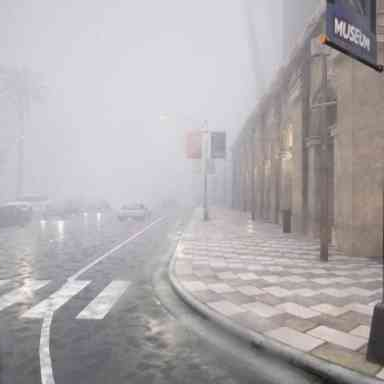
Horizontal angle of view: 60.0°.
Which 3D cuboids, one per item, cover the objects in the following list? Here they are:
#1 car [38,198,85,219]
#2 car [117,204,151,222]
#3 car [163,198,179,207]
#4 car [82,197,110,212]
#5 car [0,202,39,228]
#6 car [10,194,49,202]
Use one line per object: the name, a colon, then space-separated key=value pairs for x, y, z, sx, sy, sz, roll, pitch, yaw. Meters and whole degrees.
car: x=-11.425 y=1.538 z=29.456 sx=1.812 sy=1.442 sz=4.674 roll=0 pitch=0 yaw=2
car: x=-4.439 y=1.614 z=26.233 sx=1.895 sy=1.301 sz=4.718 roll=0 pitch=0 yaw=2
car: x=-3.376 y=1.592 z=52.957 sx=1.994 sy=1.385 sz=4.181 roll=0 pitch=0 yaw=6
car: x=-11.054 y=1.541 z=39.339 sx=1.812 sy=1.442 sz=4.674 roll=0 pitch=0 yaw=2
car: x=-11.714 y=1.557 z=20.032 sx=2.033 sy=1.411 sz=5.357 roll=0 pitch=0 yaw=1
car: x=-14.901 y=1.235 z=30.318 sx=2.150 sy=2.045 sz=5.566 roll=0 pitch=0 yaw=2
